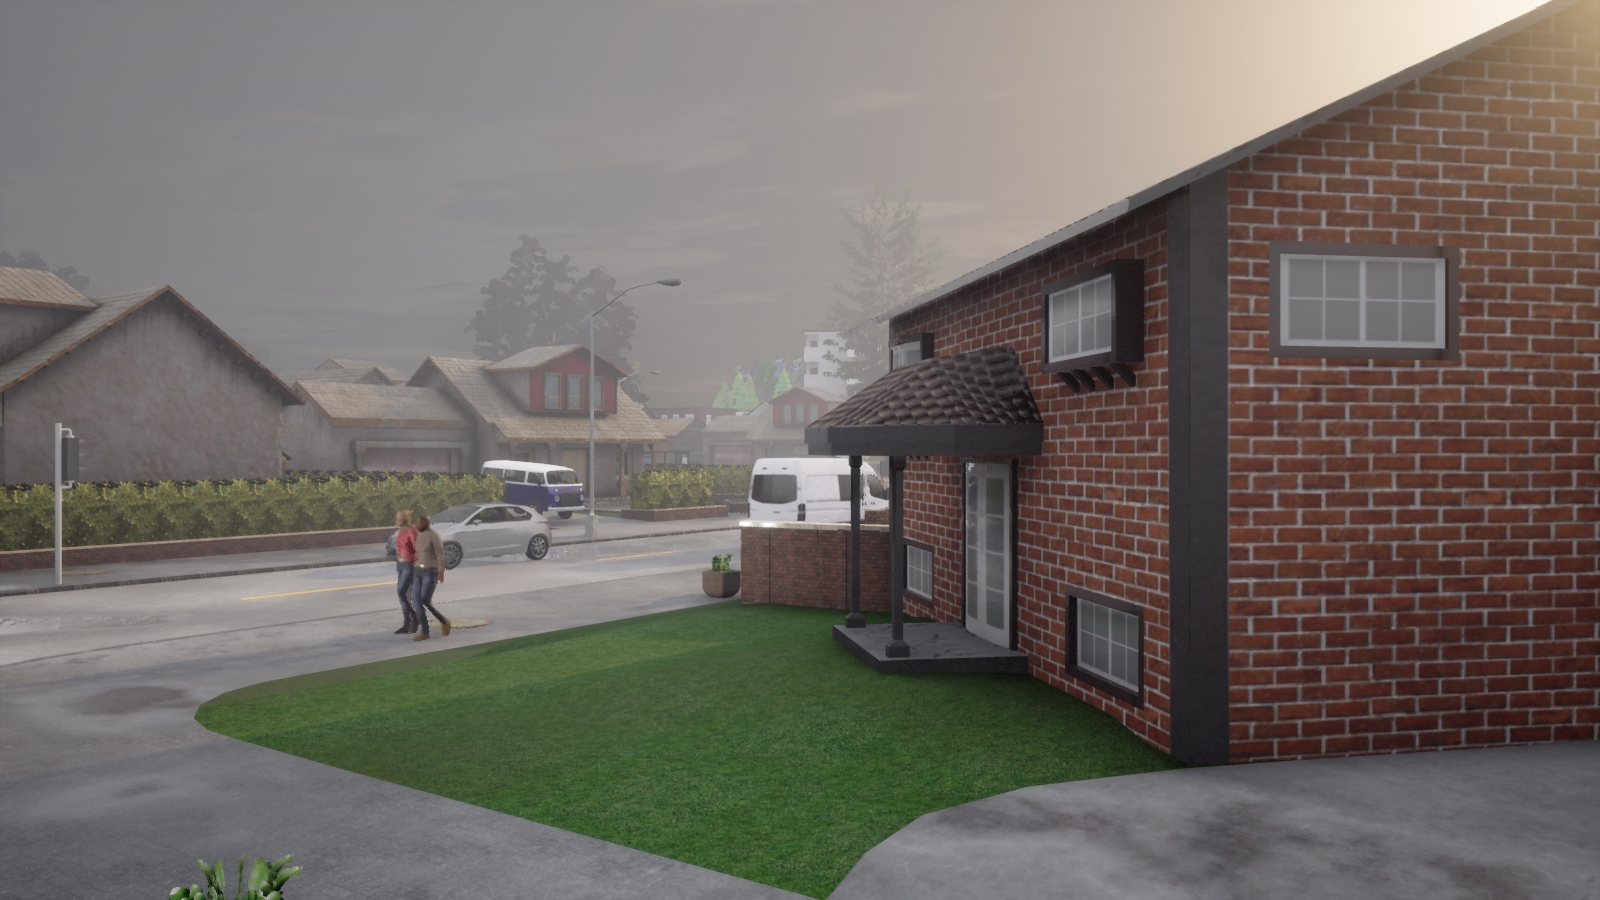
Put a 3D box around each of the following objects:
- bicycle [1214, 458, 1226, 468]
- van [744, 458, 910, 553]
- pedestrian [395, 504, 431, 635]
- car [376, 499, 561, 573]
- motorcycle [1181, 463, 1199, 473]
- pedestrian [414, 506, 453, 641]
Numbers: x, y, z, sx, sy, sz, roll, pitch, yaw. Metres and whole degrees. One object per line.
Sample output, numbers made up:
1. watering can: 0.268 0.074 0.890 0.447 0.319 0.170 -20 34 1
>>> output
1. bicycle: 65.395 2.030 177.932 1.835 1.471 0.329 0 0 35
2. van: 0.935 1.521 34.089 1.988 2.561 5.915 0 0 35
3. pedestrian: -5.661 1.736 16.704 0.375 1.860 0.375 0 0 -45
4. car: -8.091 2.051 28.194 1.816 1.474 4.193 0 0 34
5. motorcycle: 47.455 2.161 139.026 2.033 1.199 0.803 0 0 35
6. pedestrian: -5.197 1.736 16.201 0.375 1.860 0.375 0 0 35
